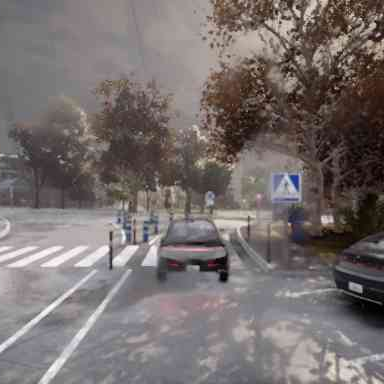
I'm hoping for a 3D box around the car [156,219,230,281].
[{"bbox_3d":[0.004,1.553,10.049,2.128,1.511,4.902,0,0,-1],"label":"car"}]

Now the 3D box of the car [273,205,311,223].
[{"bbox_3d":[10.027,2.100,32.549,4.553,1.767,2.097,3,-2,-36],"label":"car"}]

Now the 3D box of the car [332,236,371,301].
[{"bbox_3d":[5.288,1.536,7.023,4.892,1.521,2.231,1,-1,-21],"label":"car"}]

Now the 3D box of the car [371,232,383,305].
[{"bbox_3d":[5.347,1.267,4.065,5.566,2.045,2.435,1,-1,-21],"label":"car"}]
